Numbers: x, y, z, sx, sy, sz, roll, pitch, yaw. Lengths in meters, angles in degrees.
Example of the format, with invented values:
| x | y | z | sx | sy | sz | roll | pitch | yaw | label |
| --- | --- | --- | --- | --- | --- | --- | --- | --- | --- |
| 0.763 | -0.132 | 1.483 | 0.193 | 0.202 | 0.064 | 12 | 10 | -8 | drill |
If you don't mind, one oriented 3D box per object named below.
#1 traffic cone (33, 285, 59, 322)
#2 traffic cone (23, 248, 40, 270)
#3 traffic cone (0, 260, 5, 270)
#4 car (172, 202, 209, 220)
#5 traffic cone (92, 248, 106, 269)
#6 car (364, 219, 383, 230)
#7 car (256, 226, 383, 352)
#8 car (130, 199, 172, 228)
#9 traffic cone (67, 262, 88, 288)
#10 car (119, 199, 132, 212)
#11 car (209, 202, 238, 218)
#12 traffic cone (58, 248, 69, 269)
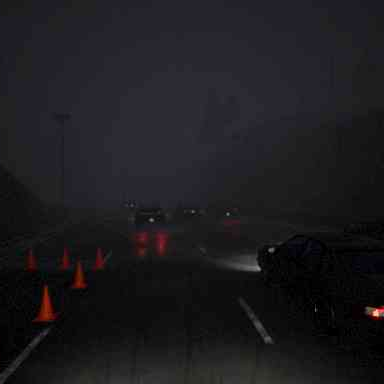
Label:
| x | y | z | sx | sy | sz | roll | pitch | yaw | label |
| --- | --- | --- | --- | --- | --- | --- | --- | --- | --- |
| -2.616 | 1.966 | 5.969 | 0.340 | 0.580 | 0.340 | 0 | 0 | -2 | traffic cone |
| -4.773 | 1.975 | 9.886 | 0.340 | 0.580 | 0.340 | 0 | 0 | -2 | traffic cone |
| -5.772 | 1.980 | 9.847 | 0.340 | 0.580 | 0.340 | 0 | 0 | -2 | traffic cone |
| -0.506 | 1.542 | 27.969 | 2.033 | 1.411 | 5.357 | 0 | 0 | -13 | car |
| -2.774 | 1.966 | 9.965 | 0.340 | 0.580 | 0.340 | 0 | 0 | -2 | traffic cone |
| 6.047 | 1.473 | 9.539 | 1.837 | 1.490 | 4.892 | 0 | 0 | -5 | car |
| 2.828 | 1.532 | 6.636 | 2.033 | 1.411 | 5.357 | 0 | 0 | -4 | car |
| -2.907 | 1.498 | 22.435 | 2.128 | 1.511 | 4.902 | 0 | 0 | -11 | car |
| -2.695 | 1.966 | 7.967 | 0.340 | 0.580 | 0.340 | 0 | 0 | -2 | traffic cone |
| -7.510 | 1.572 | 39.403 | 2.033 | 1.411 | 5.357 | 0 | 0 | -19 | car |
| 2.513 | 1.580 | 30.261 | 1.895 | 1.301 | 4.718 | 0 | 0 | -14 | car |
| -3.774 | 1.971 | 9.926 | 0.340 | 0.580 | 0.340 | 0 | 0 | -2 | traffic cone |
